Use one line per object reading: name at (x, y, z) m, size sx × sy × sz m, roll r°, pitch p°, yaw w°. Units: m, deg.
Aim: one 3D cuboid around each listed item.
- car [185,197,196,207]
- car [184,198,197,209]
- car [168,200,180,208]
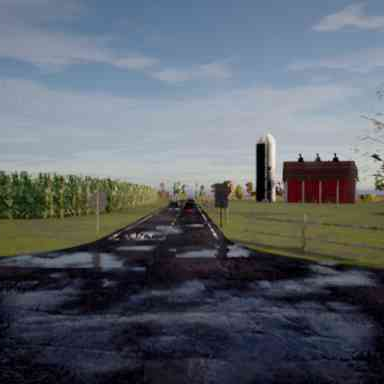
car at (-0.277, 1.870, 62.834) m, size 2.097 × 1.767 × 4.553 m, roll 0°, pitch -1°, yaw 0°
car at (-0.228, 1.929, 52.428) m, size 1.837 × 1.490 × 4.892 m, roll 0°, pitch -1°, yaw 0°
car at (-2.999, 2.033, 57.029) m, size 1.994 × 1.385 × 4.181 m, roll 0°, pitch -1°, yaw 0°
